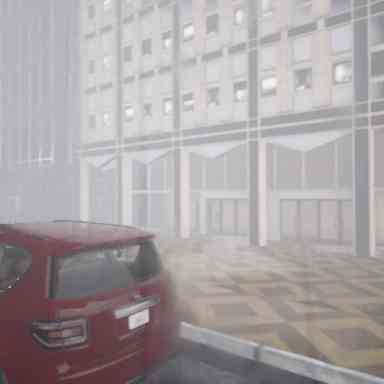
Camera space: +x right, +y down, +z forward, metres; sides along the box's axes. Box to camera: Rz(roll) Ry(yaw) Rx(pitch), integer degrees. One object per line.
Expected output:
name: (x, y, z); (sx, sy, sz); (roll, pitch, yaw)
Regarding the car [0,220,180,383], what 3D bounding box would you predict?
car: (-2.462, 1.329, 4.637); (5.009, 1.841, 2.192); (0, 0, 36)
